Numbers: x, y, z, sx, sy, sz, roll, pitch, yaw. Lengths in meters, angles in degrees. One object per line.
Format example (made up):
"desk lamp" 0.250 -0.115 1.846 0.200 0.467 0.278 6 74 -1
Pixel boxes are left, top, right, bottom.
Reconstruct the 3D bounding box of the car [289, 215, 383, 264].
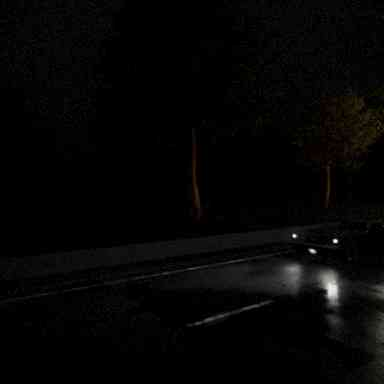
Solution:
"car" 5.554 1.515 11.660 4.718 1.301 1.895 -1 0 -36
